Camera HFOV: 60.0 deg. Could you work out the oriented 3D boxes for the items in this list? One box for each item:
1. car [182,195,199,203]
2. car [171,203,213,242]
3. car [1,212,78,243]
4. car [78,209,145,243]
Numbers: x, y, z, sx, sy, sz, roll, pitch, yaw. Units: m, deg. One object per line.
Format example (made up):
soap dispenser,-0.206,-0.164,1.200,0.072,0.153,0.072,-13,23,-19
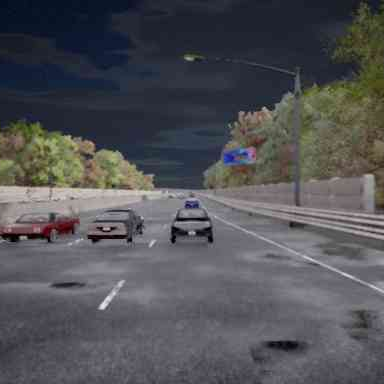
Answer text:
car,-0.006,1.501,45.535,1.882,1.535,5.008,0,0,0
car,0.001,1.500,16.349,2.128,1.511,4.902,0,0,0
car,-7.001,1.608,16.048,1.895,1.301,4.718,0,0,0
car,-3.501,1.555,16.162,2.033,1.411,5.357,0,0,0
